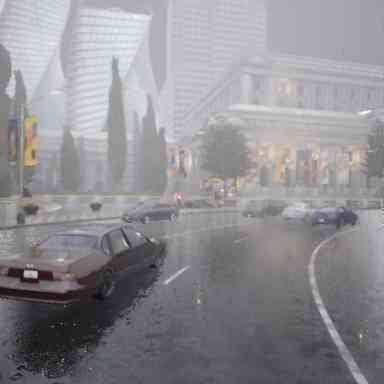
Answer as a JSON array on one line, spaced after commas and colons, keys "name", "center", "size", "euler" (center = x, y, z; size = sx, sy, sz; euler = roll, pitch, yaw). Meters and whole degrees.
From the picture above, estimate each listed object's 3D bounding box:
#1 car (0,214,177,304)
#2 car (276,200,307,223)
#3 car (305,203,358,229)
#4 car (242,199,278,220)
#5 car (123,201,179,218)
[{"name": "car", "center": [-2.236, 1.518, 8.355], "size": [2.033, 1.411, 5.357], "euler": [1, 0, 15]}, {"name": "car", "center": [8.999, 1.621, 26.716], "size": [4.674, 1.442, 1.812], "euler": [1, 0, -43]}, {"name": "car", "center": [9.673, 1.630, 22.547], "size": [1.812, 1.442, 4.674], "euler": [0, 0, 43]}, {"name": "car", "center": [6.462, 1.417, 29.265], "size": [4.553, 1.767, 2.097], "euler": [1, 0, -41]}, {"name": "car", "center": [-2.876, 1.462, 23.751], "size": [1.837, 1.490, 4.892], "euler": [0, 0, 35]}]
